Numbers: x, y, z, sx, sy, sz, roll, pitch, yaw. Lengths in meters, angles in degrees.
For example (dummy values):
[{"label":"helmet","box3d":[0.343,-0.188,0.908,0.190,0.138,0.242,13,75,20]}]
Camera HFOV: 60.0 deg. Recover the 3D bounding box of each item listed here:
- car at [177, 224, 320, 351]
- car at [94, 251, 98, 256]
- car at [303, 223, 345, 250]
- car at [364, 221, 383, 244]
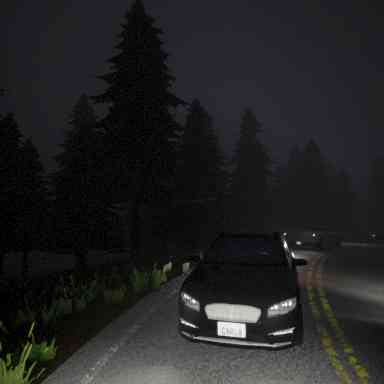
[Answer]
[{"label":"car","box3d":[1.139,1.562,6.640,2.128,1.511,4.902,-1,-2,15]},{"label":"car","box3d":[-20.225,13.651,73.019,4.181,1.381,1.994,-2,-5,31]},{"label":"car","box3d":[6.549,2.313,17.780,1.895,1.301,4.718,-3,-6,39]},{"label":"car","box3d":[16.349,3.294,26.756,5.566,2.045,2.150,8,-8,-27]}]
